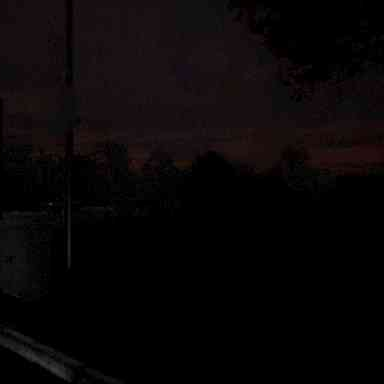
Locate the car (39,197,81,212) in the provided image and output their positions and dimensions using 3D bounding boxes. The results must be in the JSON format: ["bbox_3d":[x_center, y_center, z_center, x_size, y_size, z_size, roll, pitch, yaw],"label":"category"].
[{"bbox_3d":[-14.874,1.310,37.664,2.097,1.767,4.553,0,0,32],"label":"car"}]

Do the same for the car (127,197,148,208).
[{"bbox_3d":[-8.429,1.433,47.769,1.882,1.535,5.008,0,0,33],"label":"car"}]
